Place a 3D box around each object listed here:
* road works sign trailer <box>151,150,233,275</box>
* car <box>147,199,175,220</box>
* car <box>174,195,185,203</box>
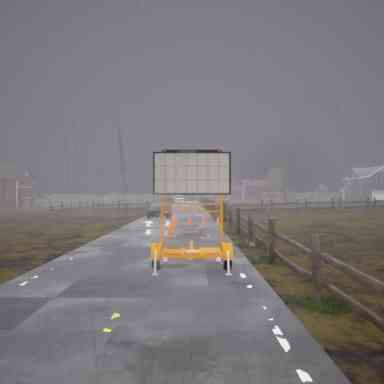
[{"bbox_3d":[-0.002,0.481,10.435,2.380,3.560,2.880,0,0,0],"label":"road works sign trailer"},{"bbox_3d":[-2.856,1.585,29.678,1.882,1.535,5.008,0,0,0],"label":"car"},{"bbox_3d":[-2.765,1.736,73.908,2.150,2.045,5.566,0,-1,0],"label":"car"}]
